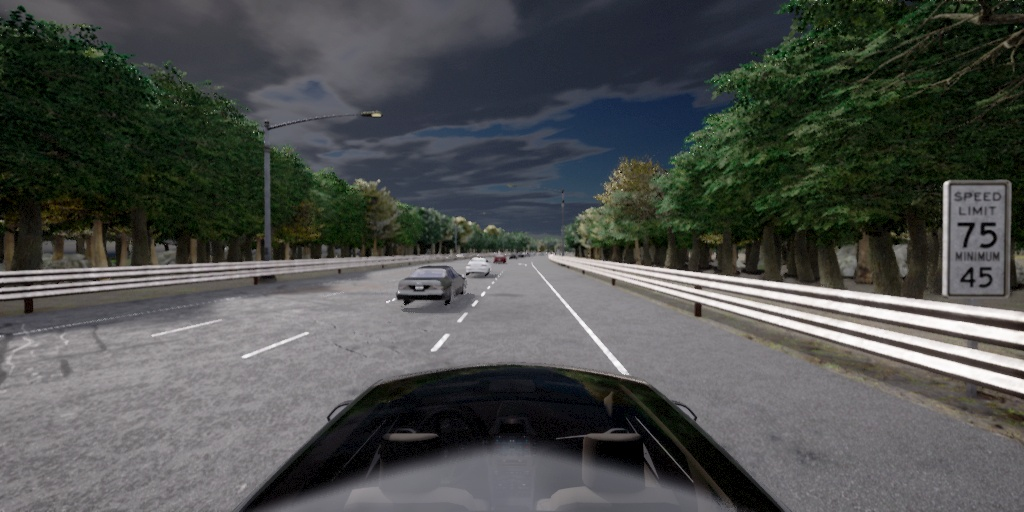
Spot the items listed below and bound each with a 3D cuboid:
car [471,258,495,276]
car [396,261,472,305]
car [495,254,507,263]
[{"bbox_3d":[-2.787,0.899,30.467,1.812,1.442,4.674,0,1,1],"label":"car"},{"bbox_3d":[-3.159,1.119,14.979,2.033,1.411,5.357,0,1,1],"label":"car"},{"bbox_3d":[-1.893,0.465,60.368,1.882,1.535,5.008,0,0,3],"label":"car"}]
